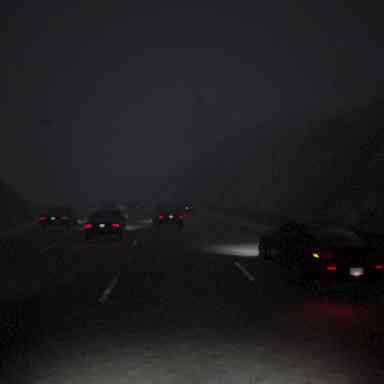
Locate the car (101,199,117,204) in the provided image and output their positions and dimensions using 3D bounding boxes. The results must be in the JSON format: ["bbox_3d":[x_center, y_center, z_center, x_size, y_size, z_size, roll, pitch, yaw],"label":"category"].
[{"bbox_3d":[-11.010,1.684,44.053,2.033,1.411,5.357,-1,0,-21],"label":"car"}]

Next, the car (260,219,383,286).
[{"bbox_3d":[3.270,1.485,9.219,1.812,1.442,4.674,-1,0,-4],"label":"car"}]

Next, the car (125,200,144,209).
[{"bbox_3d":[-8.096,1.701,46.089,1.895,1.301,4.718,-1,0,-20],"label":"car"}]

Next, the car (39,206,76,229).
[{"bbox_3d":[-9.001,1.659,22.773,2.033,1.411,5.357,-1,0,-12],"label":"car"}]

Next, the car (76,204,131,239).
[{"bbox_3d":[-4.522,1.603,17.757,2.033,1.411,5.357,-1,0,-9],"label":"car"}]

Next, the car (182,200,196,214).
[{"bbox_3d":[-1.016,1.576,35.018,1.994,1.385,4.181,-1,0,-15],"label":"car"}]

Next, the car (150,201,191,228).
[{"bbox_3d":[-1.746,1.569,22.642,2.033,1.411,5.357,-1,0,-11],"label":"car"}]
